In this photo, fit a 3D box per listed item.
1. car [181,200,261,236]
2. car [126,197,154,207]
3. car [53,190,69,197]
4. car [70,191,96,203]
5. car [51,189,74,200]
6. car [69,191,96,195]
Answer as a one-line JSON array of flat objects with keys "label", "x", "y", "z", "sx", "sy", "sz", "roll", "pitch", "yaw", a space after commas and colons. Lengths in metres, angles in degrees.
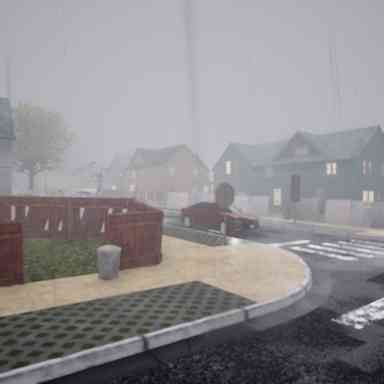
[{"label": "car", "x": 1.321, "y": 1.234, "z": 17.086, "sx": 1.882, "sy": 1.535, "sz": 5.008, "roll": 1, "pitch": 0, "yaw": -34}, {"label": "car", "x": -4.411, "y": 1.100, "z": 25.163, "sx": 1.994, "sy": 1.385, "sz": 4.181, "roll": 1, "pitch": 0, "yaw": -35}, {"label": "car", "x": -16.298, "y": 0.650, "z": 41.887, "sx": 1.994, "sy": 1.385, "sz": 4.181, "roll": 1, "pitch": 0, "yaw": -35}, {"label": "car", "x": -14.536, "y": 0.628, "z": 44.319, "sx": 1.837, "sy": 1.490, "sz": 4.892, "roll": 1, "pitch": 0, "yaw": -36}, {"label": "car", "x": -20.561, "y": 0.391, "z": 52.663, "sx": 2.128, "sy": 1.511, "sz": 4.902, "roll": 1, "pitch": 0, "yaw": -36}, {"label": "car", "x": -10.429, "y": 0.855, "z": 33.586, "sx": 2.033, "sy": 1.411, "sz": 5.357, "roll": 1, "pitch": 0, "yaw": -35}]
